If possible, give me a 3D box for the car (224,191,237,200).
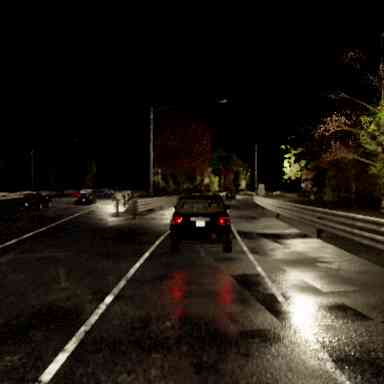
[{"bbox_3d":[8.338,0.709,71.559,2.097,1.767,4.553,0,1,13],"label":"car"}]

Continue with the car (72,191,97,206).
[{"bbox_3d":[-12.874,0.912,40.574,1.994,1.385,4.181,0,1,-8],"label":"car"}]

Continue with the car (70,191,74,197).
[{"bbox_3d":[-24.429,0.432,70.427,1.994,1.385,4.181,0,1,-8],"label":"car"}]

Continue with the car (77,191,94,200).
[{"bbox_3d":[-19.394,0.582,60.915,2.033,1.411,5.357,0,1,-8],"label":"car"}]

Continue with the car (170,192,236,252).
[{"bbox_3d":[0.396,1.090,13.405,2.150,2.045,5.566,0,1,3],"label":"car"}]

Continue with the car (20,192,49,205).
[{"bbox_3d":[-20.320,0.777,43.104,2.128,1.511,4.902,0,1,-8],"label":"car"}]

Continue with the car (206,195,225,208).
[{"bbox_3d":[3.075,1.169,42.844,2.033,1.411,5.357,0,1,8],"label":"car"}]

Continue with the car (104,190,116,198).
[{"bbox_3d":[-17.194,0.271,69.631,2.097,1.767,4.553,0,1,-8],"label":"car"}]

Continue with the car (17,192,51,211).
[{"bbox_3d":[-15.189,0.935,32.231,1.882,1.535,5.008,0,1,-8],"label":"car"}]
